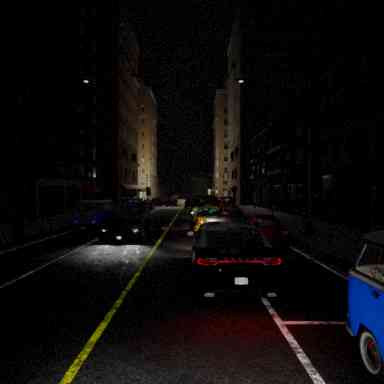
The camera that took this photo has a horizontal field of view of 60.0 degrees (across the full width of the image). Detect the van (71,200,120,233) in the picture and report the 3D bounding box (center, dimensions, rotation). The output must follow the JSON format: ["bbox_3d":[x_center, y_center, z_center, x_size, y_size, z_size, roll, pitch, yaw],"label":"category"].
[{"bbox_3d":[-5.651,1.341,19.397,1.690,1.788,3.998,0,0,0],"label":"van"}]

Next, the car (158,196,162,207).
[{"bbox_3d":[-5.617,1.573,52.404,1.947,1.339,4.313,0,0,0],"label":"car"}]

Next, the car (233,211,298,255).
[{"bbox_3d":[2.869,1.581,13.886,1.802,1.307,4.206,0,0,0],"label":"car"}]

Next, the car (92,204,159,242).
[{"bbox_3d":[-3.084,1.547,16.710,2.033,1.411,5.357,0,0,0],"label":"car"}]

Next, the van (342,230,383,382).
[{"bbox_3d":[2.857,1.341,2.883,1.690,1.788,3.998,0,0,0],"label":"van"}]

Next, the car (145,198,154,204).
[{"bbox_3d":[-5.634,1.568,35.900,1.947,1.339,4.313,0,0,0],"label":"car"}]

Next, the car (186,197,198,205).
[{"bbox_3d":[0.059,1.574,58.905,1.994,1.385,4.181,0,0,0],"label":"car"}]

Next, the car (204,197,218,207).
[{"bbox_3d":[2.908,1.558,52.395,2.008,1.369,4.403,0,0,0],"label":"car"}]

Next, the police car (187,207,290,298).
[{"bbox_3d":[0.908,1.425,8.673,1.930,1.638,5.238,0,0,0],"label":"police car"}]

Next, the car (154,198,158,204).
[{"bbox_3d":[-5.628,1.585,41.401,1.802,1.307,4.206,0,0,0],"label":"car"}]

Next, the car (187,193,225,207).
[{"bbox_3d":[0.924,1.225,24.594,2.150,2.045,5.566,0,0,0],"label":"car"}]

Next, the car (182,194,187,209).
[{"bbox_3d":[0.062,1.357,45.504,2.097,1.767,4.553,0,0,0],"label":"car"}]

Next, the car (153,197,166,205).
[{"bbox_3d":[-5.612,1.592,57.905,1.802,1.307,4.206,0,0,0],"label":"car"}]

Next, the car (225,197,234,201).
[{"bbox_3d":[2.885,1.316,30.389,2.192,1.841,5.009,0,0,0],"label":"car"}]

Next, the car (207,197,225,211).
[{"bbox_3d":[2.897,1.443,41.392,1.967,1.590,4.097,0,0,0],"label":"car"}]

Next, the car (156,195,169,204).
[{"bbox_3d":[-5.606,1.453,63.407,1.967,1.590,4.097,0,0,0],"label":"car"}]

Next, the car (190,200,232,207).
[{"bbox_3d":[0.918,1.455,18.753,1.801,1.575,5.366,0,0,0],"label":"car"}]

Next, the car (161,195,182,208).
[{"bbox_3d":[-2.950,1.554,49.361,2.033,1.411,5.357,0,0,0],"label":"car"}]

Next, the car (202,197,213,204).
[{"bbox_3d":[2.919,1.578,63.398,1.947,1.339,4.313,0,0,0],"label":"car"}]

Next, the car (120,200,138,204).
[{"bbox_3d":[-5.645,1.551,24.897,2.008,1.369,4.403,0,0,0],"label":"car"}]

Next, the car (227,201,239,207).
[{"bbox_3d":[2.881,1.582,24.888,1.802,1.307,4.206,0,0,0],"label":"car"}]

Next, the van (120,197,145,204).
[{"bbox_3d":[-5.640,1.342,30.398,1.690,1.788,3.998,0,0,0],"label":"van"}]
